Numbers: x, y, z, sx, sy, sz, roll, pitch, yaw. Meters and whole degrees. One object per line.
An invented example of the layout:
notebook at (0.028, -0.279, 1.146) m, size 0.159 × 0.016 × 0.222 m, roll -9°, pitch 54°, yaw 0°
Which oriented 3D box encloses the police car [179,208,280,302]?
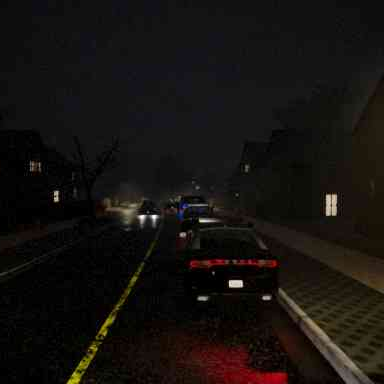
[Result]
police car at (0.713, 1.426, 8.476) m, size 1.930 × 1.638 × 5.238 m, roll 0°, pitch 0°, yaw -1°

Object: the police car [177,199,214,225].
police car at (0.334, 1.445, 18.534) m, size 1.930 × 1.638 × 5.238 m, roll 0°, pitch 0°, yaw -3°

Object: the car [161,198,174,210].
car at (-2.812, 1.742, 45.619) m, size 1.895 × 1.301 × 4.718 m, roll 0°, pitch 0°, yaw -7°

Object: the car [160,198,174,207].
car at (-4.314, 1.783, 56.734) m, size 1.994 × 1.385 × 4.181 m, roll 0°, pitch 0°, yaw -9°

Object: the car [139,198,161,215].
car at (-4.616, 1.647, 35.528) m, size 2.033 × 1.411 × 5.357 m, roll 0°, pitch 0°, yaw -5°

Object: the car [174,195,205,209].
car at (-0.014, 1.264, 24.484) m, size 2.150 × 2.045 × 5.566 m, roll 0°, pitch 0°, yaw -4°
